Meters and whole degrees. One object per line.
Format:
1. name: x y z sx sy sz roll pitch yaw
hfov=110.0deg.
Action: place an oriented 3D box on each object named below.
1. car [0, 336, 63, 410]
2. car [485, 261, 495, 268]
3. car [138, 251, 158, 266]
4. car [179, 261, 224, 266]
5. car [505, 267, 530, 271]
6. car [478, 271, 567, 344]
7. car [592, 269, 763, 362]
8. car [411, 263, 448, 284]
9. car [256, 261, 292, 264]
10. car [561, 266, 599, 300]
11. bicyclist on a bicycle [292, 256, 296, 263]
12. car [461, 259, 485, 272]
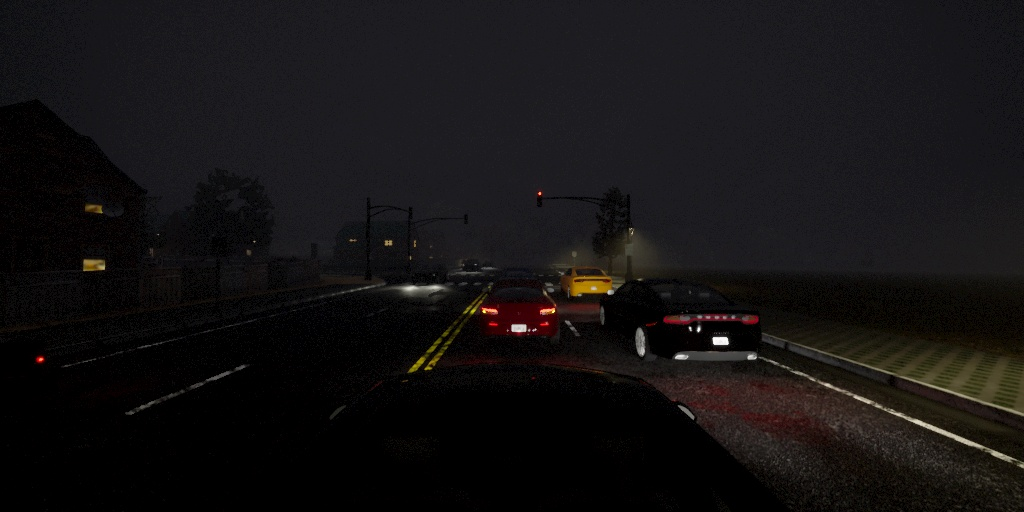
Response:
1. car: -6.595 1.298 2.037 2.033 1.411 5.357 0 0 0
2. car: -4.246 1.471 65.273 1.895 1.301 4.718 0 0 5
3. car: -40.928 0.332 38.481 5.566 2.045 2.150 1 -1 16
4. car: -30.848 0.875 35.666 4.718 1.301 1.895 1 -1 16
5. car: 0.281 1.289 18.572 1.812 1.442 4.674 0 0 0
6. car: 0.163 1.280 9.465 1.812 1.442 4.674 0 0 1
7. car: 3.402 1.231 8.291 1.882 1.535 5.008 0 0 0
8. car: -6.182 1.257 27.450 1.882 1.535 5.008 0 0 2
9. car: -21.061 0.910 32.952 5.008 1.535 1.882 1 -1 16
10. car: 3.532 1.239 17.759 1.882 1.535 5.008 0 0 1
11. bicyclist on a bicycle: -24.251 0.780 39.926 0.582 1.620 1.656 1 -1 15
12. car: -5.345 1.174 47.757 2.097 1.767 4.553 0 0 3
